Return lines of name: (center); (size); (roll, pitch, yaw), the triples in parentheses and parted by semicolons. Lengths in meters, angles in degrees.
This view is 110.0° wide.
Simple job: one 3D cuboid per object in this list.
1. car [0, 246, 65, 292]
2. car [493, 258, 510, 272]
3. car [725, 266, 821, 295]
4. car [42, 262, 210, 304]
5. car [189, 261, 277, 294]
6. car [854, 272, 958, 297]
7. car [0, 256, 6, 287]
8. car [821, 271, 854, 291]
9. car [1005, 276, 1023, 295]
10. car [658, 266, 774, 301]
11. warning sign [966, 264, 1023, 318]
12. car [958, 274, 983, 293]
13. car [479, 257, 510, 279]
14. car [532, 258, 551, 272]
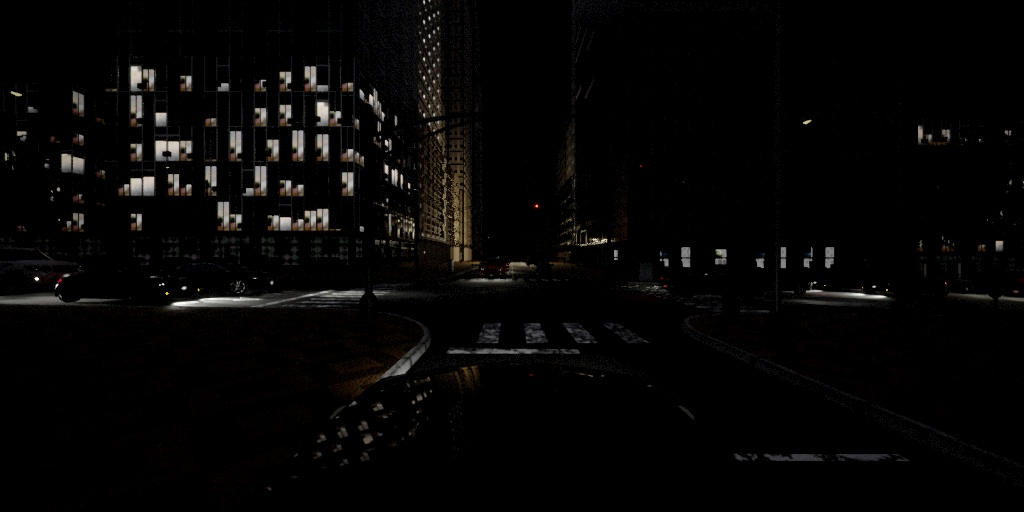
car: (-24.081, 0.553, 17.051); (5.566, 2.045, 2.150); (1, 0, -2)
car: (-1.396, 1.114, 48.124); (2.097, 1.767, 4.553); (0, 0, 0)
car: (15.862, 1.564, 22.244); (4.892, 1.490, 1.837); (1, 0, -4)
car: (-15.040, 1.063, 14.191); (4.181, 1.385, 1.994); (1, 0, -2)
car: (-14.241, 1.004, 17.486); (4.902, 1.511, 2.128); (1, 0, -3)
car: (24.730, 1.782, 22.618); (4.181, 1.385, 1.994); (1, 0, -3)
car: (-23.687, 0.832, 13.820); (4.902, 1.511, 2.128); (1, 0, -3)
car: (23.694, 1.763, 25.841); (4.181, 1.385, 1.994); (1, 0, -5)
car: (34.493, 1.745, 23.032); (4.553, 1.767, 2.097); (1, 0, -2)
car: (10.260, 1.452, 18.682); (4.902, 1.511, 2.128); (1, 0, 6)
warning sign: (17.309, 1.204, 12.837); (1.060, 1.860, 1.300); (0, 0, -2)
car: (33.788, 1.980, 26.257); (4.718, 1.301, 1.895); (1, 0, -2)
car: (-1.652, 1.121, 33.460); (2.097, 1.767, 4.553); (0, 0, 4)
car: (4.067, 1.329, 46.681); (1.948, 1.339, 4.313); (0, 0, 0)
